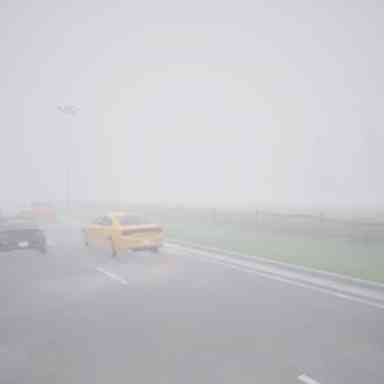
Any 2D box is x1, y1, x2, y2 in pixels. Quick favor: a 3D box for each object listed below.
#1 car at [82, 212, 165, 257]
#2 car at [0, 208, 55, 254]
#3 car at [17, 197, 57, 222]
[{"bbox_3d":[-2.960,1.555,13.457,1.882,1.535,5.008,0,0,-35],"label":"car"},{"bbox_3d":[-7.023,1.600,13.159,1.812,1.442,4.674,0,0,-35],"label":"car"},{"bbox_3d":[-12.595,1.506,27.257,2.097,1.767,4.553,0,0,-35],"label":"car"}]
